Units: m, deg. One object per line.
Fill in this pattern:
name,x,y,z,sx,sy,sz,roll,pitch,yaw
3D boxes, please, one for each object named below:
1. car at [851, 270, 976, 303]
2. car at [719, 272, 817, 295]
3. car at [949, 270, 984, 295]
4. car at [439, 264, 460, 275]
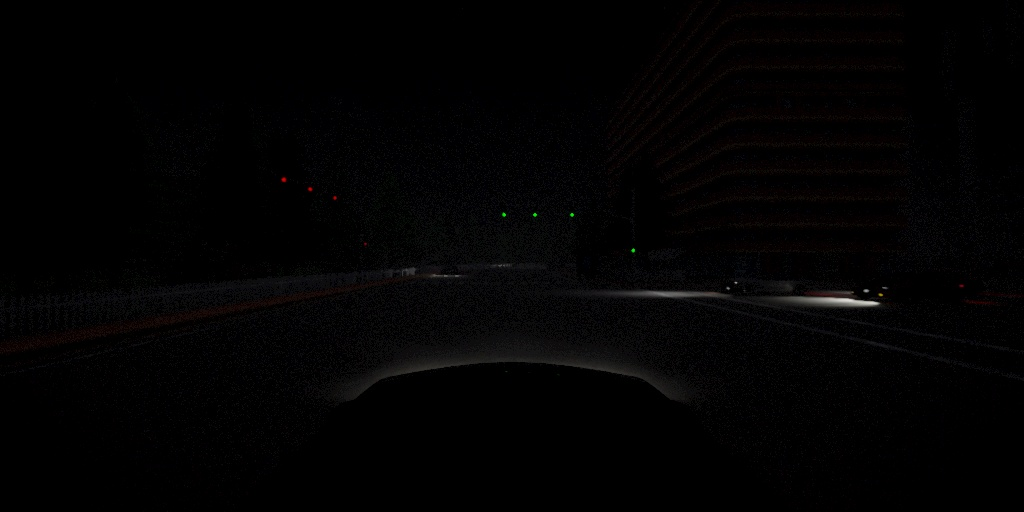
car,19.699,1.553,17.933,4.181,1.385,1.994,0,-1,1
car,15.179,1.630,21.494,4.718,1.301,1.895,0,-1,2
car,25.153,1.554,21.415,4.674,1.442,1.812,0,-1,0
car,-8.322,1.852,48.050,1.812,1.442,4.674,0,0,2
